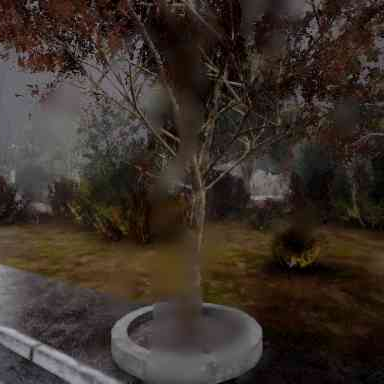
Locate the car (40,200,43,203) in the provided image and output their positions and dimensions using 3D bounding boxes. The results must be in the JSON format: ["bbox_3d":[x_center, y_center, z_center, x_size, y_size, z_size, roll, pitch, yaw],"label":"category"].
[{"bbox_3d":[-19.557,1.214,48.913,2.033,1.411,5.357,1,0,32],"label":"car"}]
